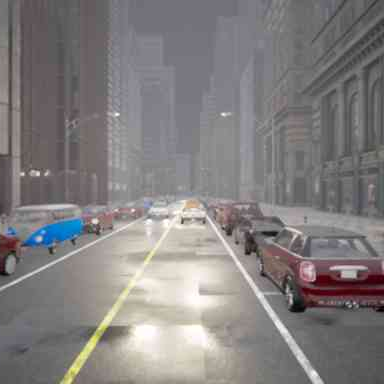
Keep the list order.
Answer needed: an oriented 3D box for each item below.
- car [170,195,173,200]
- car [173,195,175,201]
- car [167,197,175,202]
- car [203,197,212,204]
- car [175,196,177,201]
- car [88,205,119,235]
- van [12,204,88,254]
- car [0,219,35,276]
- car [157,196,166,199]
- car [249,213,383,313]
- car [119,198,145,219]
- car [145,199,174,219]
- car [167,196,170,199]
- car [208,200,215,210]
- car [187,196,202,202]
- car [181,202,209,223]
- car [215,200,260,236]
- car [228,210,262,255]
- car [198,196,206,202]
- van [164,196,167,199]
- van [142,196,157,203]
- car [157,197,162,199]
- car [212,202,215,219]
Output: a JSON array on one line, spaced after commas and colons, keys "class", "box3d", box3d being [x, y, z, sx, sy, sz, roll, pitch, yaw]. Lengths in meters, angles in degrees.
[{"class": "car", "box3d": [-5.775, 1.683, 69.775, 2.192, 1.841, 5.009, 0, 0, 0]}, {"class": "car", "box3d": [-5.776, 1.997, 81.046, 1.947, 1.339, 4.313, 0, 0, 0]}, {"class": "car", "box3d": [-5.777, 2.079, 92.320, 1.802, 1.307, 4.206, 0, 0, 0]}, {"class": "car", "box3d": [2.754, 1.654, 41.599, 1.967, 1.590, 4.097, 0, 0, 0]}, {"class": "car", "box3d": [-5.777, 2.015, 86.682, 2.008, 1.369, 4.403, 0, 0, 0]}, {"class": "car", "box3d": [-5.768, 1.538, 19.045, 1.967, 1.590, 4.097, 0, 0, 0]}, {"class": "van", "box3d": [-5.768, 1.410, 13.409, 1.690, 1.788, 3.998, 0, 0, 0]}, {"class": "car", "box3d": [-5.766, 1.585, 7.771, 1.887, 1.381, 4.507, 0, 0, 0]}, {"class": "car", "box3d": [-5.772, 1.825, 52.863, 2.008, 1.369, 4.403, 0, 0, 0]}, {"class": "car", "box3d": [2.758, 1.481, 7.782, 1.967, 1.590, 4.097, 0, 0, 0]}, {"class": "car", "box3d": [-5.770, 1.596, 30.318, 1.967, 1.590, 4.097, 0, 0, 0]}, {"class": "car", "box3d": [-3.004, 1.709, 31.565, 1.812, 1.442, 4.674, 0, 0, 0]}, {"class": "car", "box3d": [-5.774, 1.777, 64.137, 1.967, 1.590, 4.097, 0, 0, 0]}, {"class": "car", "box3d": [2.756, 1.722, 30.327, 1.947, 1.339, 4.313, 0, 0, 0]}, {"class": "car", "box3d": [0.093, 1.712, 45.551, 1.882, 1.535, 5.008, 0, 0, 0]}, {"class": "car", "box3d": [0.097, 1.736, 26.426, 1.895, 1.301, 4.718, 0, 0, 0]}, {"class": "car", "box3d": [2.756, 1.413, 19.056, 2.192, 1.841, 5.009, 0, 0, 0]}, {"class": "car", "box3d": [2.758, 1.635, 13.418, 1.947, 1.339, 4.313, 0, 0, 0]}, {"class": "car", "box3d": [2.747, 1.937, 92.326, 1.967, 1.590, 4.097, 0, 0, 0]}, {"class": "van", "box3d": [-5.774, 1.646, 58.501, 1.690, 1.788, 3.998, 0, 0, 0]}, {"class": "van", "box3d": [-5.771, 1.555, 41.592, 1.690, 1.788, 3.998, 0, 0, 0]}, {"class": "car", "box3d": [-5.771, 1.768, 47.057, 1.752, 1.417, 4.829, 0, 0, 0]}, {"class": "car", "box3d": [2.757, 1.672, 24.691, 1.887, 1.381, 4.507, 0, 0, 0]}]
